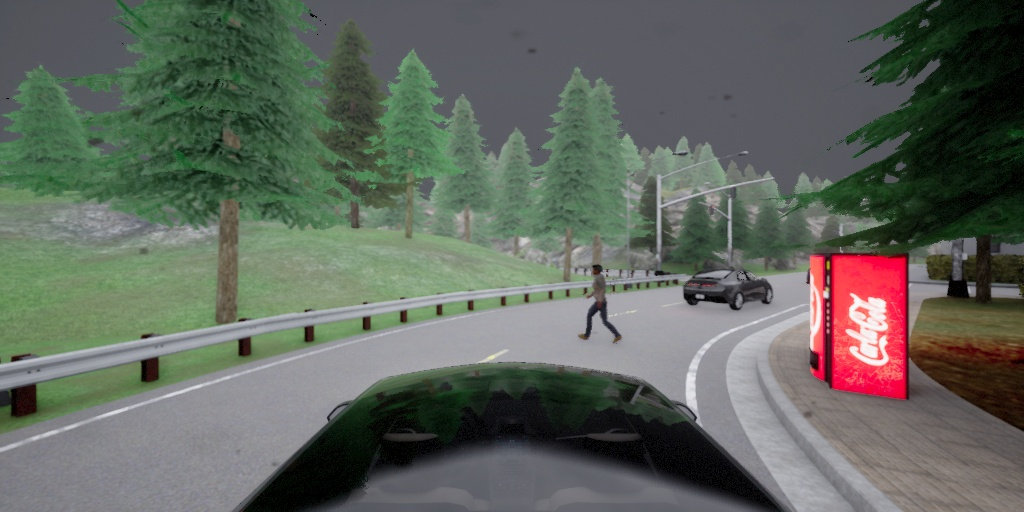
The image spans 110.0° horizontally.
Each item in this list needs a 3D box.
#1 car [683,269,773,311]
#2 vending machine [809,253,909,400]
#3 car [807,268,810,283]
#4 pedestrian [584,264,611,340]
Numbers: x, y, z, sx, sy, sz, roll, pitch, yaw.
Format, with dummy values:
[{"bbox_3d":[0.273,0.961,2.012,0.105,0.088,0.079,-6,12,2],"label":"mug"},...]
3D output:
[{"bbox_3d":[8.910,1.257,14.678,4.892,1.490,1.837,0,0,-36],"label":"car"},{"bbox_3d":[5.041,0.945,5.267,1.100,2.100,0.880,0,0,31],"label":"vending machine"},{"bbox_3d":[23.737,1.117,26.713,4.553,1.767,2.097,0,0,-40],"label":"car"},{"bbox_3d":[1.966,1.044,8.215,0.375,1.860,0.375,0,0,34],"label":"pedestrian"}]
